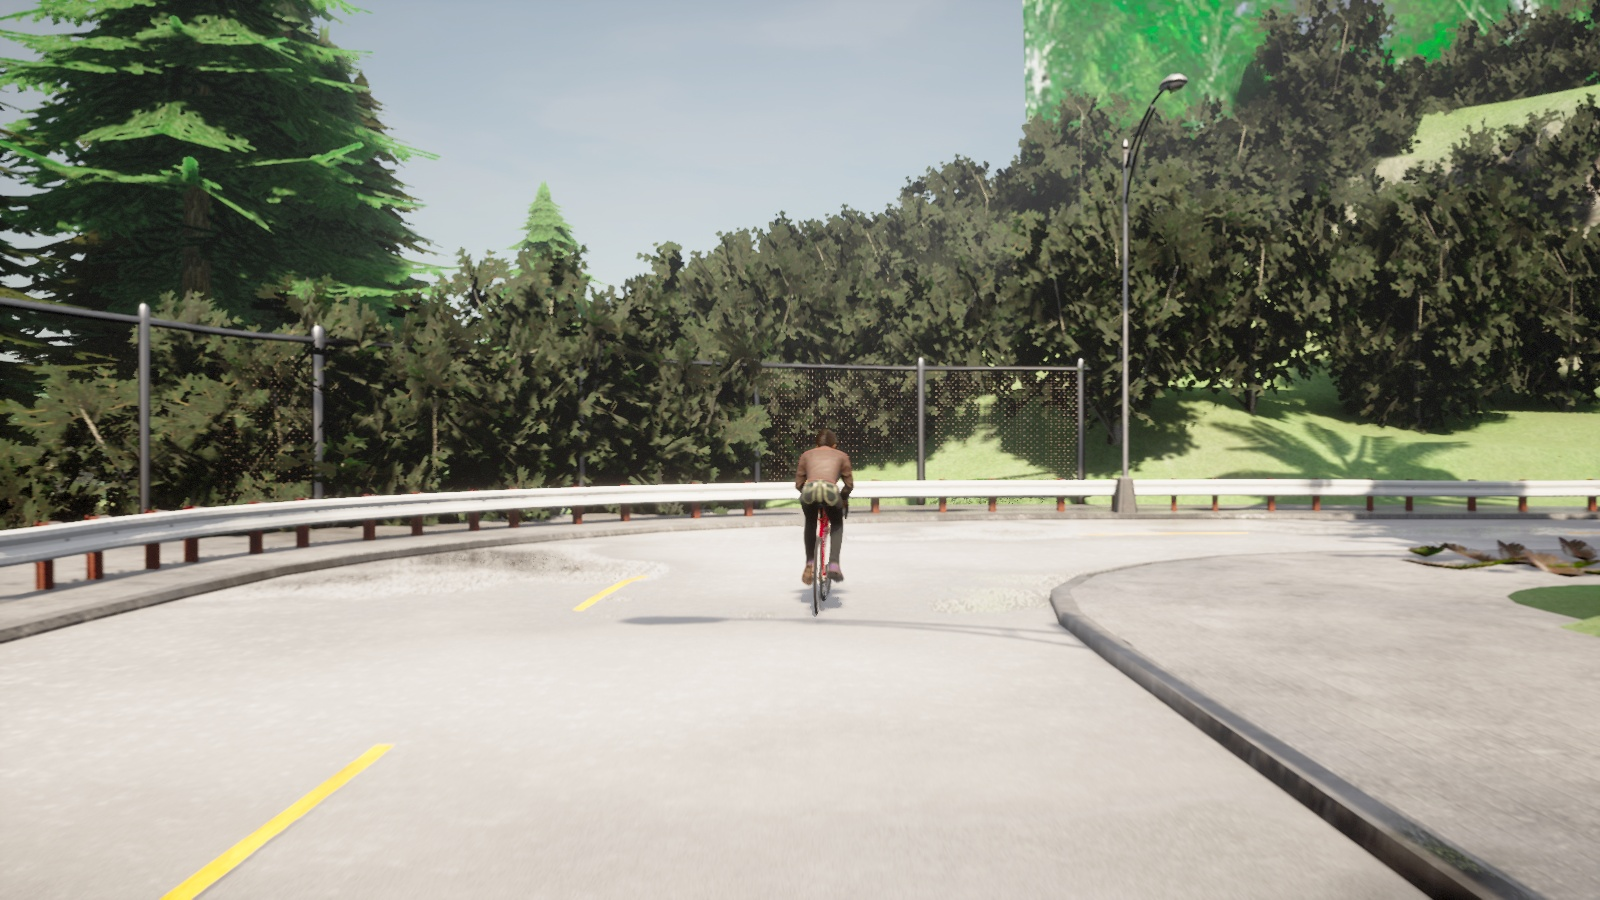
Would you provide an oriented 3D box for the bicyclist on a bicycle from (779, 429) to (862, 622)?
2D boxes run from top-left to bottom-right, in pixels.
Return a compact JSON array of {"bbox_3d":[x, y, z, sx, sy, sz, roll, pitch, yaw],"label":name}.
[{"bbox_3d":[0.213,0.639,11.463,0.582,1.620,1.656,1,0,6],"label":"bicyclist on a bicycle"}]
